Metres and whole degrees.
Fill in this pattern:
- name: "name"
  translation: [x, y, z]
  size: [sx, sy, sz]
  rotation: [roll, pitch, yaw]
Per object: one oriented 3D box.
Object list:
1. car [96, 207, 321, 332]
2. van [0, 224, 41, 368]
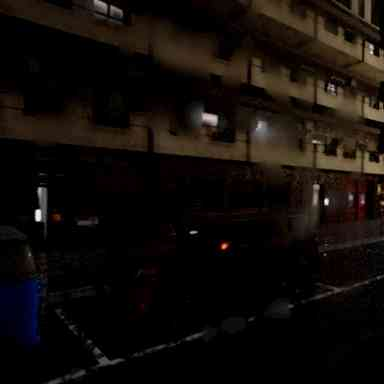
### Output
- name: "car"
  translation: [0.641, 1.296, 7.005]
  size: [5.009, 1.841, 2.192]
  rotation: [0, 1, -36]
- name: "van"
  translation: [-3.865, 1.349, 3.773]
  size: [3.998, 1.788, 1.690]
  rotation: [0, 1, -36]
